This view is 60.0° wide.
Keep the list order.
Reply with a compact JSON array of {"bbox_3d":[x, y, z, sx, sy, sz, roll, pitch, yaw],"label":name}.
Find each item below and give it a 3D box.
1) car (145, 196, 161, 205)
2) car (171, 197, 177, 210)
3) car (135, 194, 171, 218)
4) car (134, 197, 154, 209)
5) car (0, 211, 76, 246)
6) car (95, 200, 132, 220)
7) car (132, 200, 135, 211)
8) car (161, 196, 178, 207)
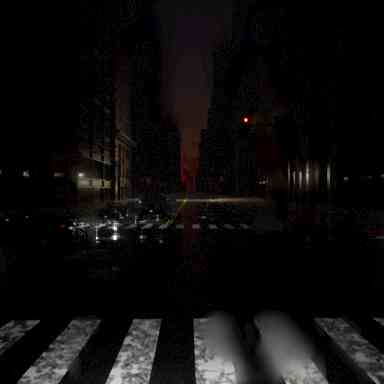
[{"bbox_3d":[-6.582,1.496,57.075,2.033,1.411,5.357,0,0,0],"label":"car"},{"bbox_3d":[-3.362,1.464,40.036,2.128,1.511,4.902,0,0,0],"label":"car"},{"bbox_3d":[-3.361,1.203,29.943,2.150,2.045,5.566,0,0,0],"label":"car"},{"bbox_3d":[-6.611,1.457,46.420,2.128,1.511,4.902,0,0,0],"label":"car"},{"bbox_3d":[-7.326,1.561,14.649,4.181,1.385,1.994,0,0,0],"label":"car"},{"bbox_3d":[-6.629,1.585,27.896,1.895,1.301,4.718,0,0,1],"label":"car"},{"bbox_3d":[-6.614,1.576,37.012,1.895,1.301,4.718,0,0,0],"label":"car"},{"bbox_3d":[-3.352,1.452,50.459,2.128,1.511,4.902,0,0,0],"label":"car"}]
